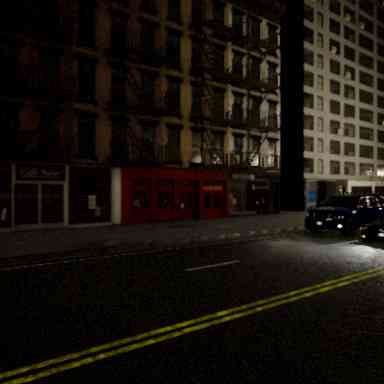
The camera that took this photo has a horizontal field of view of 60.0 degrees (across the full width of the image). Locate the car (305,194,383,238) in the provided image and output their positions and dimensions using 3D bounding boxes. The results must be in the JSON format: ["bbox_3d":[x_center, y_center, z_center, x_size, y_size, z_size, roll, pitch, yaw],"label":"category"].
[{"bbox_3d":[8.381,1.134,17.631,5.566,2.045,2.150,0,0,-35],"label":"car"}]

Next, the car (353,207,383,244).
[{"bbox_3d":[8.998,1.484,14.079,4.181,1.385,1.994,0,0,-35],"label":"car"}]
